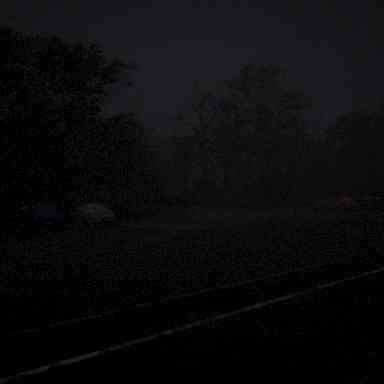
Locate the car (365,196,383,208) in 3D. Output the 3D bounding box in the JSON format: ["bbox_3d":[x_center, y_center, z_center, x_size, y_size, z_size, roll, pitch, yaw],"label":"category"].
[{"bbox_3d":[21.158,1.198,41.596,2.097,1.535,5.008,0,0,-35],"label":"car"}]

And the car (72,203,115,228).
[{"bbox_3d":[-6.576,1.443,21.838,2.002,1.452,4.674,0,0,-35],"label":"car"}]

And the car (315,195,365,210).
[{"bbox_3d":[16.629,1.215,38.357,2.097,1.535,5.008,0,0,-35],"label":"car"}]

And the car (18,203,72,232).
[{"bbox_3d":[-9.146,1.424,20.018,2.097,1.535,5.008,0,0,-35],"label":"car"}]
